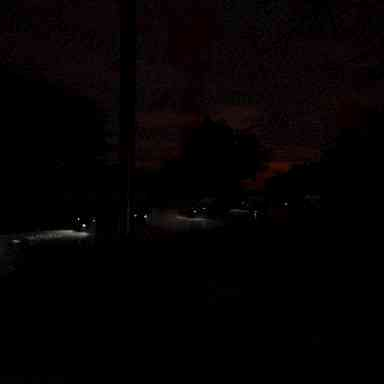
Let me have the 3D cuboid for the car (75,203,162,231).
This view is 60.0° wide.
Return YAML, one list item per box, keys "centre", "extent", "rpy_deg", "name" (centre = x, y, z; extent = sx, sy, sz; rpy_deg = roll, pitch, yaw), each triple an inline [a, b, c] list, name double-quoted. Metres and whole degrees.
- centre: [-4.097, 1.348, 19.657]
  extent: [2.033, 1.411, 5.357]
  rpy_deg: [1, 2, 37]
  name: "car"

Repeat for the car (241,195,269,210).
- centre: [6.923, 1.102, 35.991]
  extent: [1.812, 1.442, 4.674]
  rpy_deg: [1, 1, 31]
  name: "car"

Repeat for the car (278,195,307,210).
- centre: [10.806, 1.195, 36.303]
  extent: [1.994, 1.385, 4.181]
  rpy_deg: [1, 1, 30]
  name: "car"

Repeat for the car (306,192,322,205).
- centre: [19.715, 0.967, 53.945]
  extent: [2.150, 2.045, 5.566]
  rpy_deg: [1, 0, 24]
  name: "car"

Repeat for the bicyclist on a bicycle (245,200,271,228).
- centre: [3.865, 1.302, 19.578]
  extent: [1.656, 1.620, 0.582]
  rpy_deg: [-1, 0, 36]
  name: "bicyclist on a bicycle"

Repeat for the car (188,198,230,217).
- centre: [1.527, 1.203, 27.530]
  extent: [1.812, 1.442, 4.674]
  rpy_deg: [1, 2, 34]
  name: "car"
